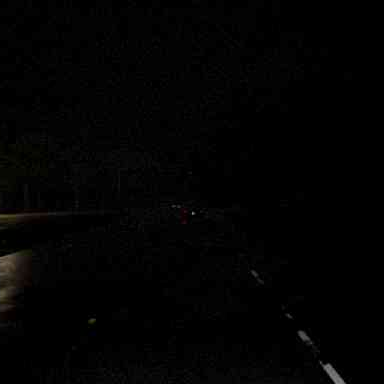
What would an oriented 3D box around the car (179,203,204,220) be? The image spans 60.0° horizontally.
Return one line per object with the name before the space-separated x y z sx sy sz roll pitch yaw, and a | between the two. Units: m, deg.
car | 0.095 1.812 30.452 1.994 1.385 4.181 0 -1 0
